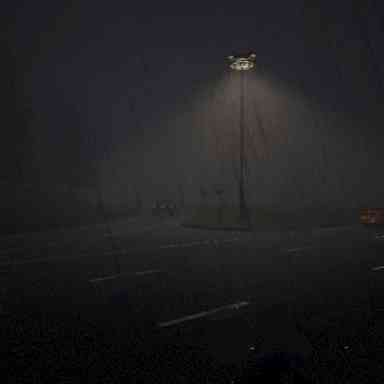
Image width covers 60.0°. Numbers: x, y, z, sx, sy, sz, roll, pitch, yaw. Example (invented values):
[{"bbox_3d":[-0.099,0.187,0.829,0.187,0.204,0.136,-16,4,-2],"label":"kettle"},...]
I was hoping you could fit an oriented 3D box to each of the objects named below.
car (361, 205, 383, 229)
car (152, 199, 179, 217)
[{"bbox_3d":[12.951,1.593,21.590,5.008,1.535,1.882,0,0,-36],"label":"car"},{"bbox_3d":[-2.513,1.433,32.436,2.097,1.767,4.553,0,0,4],"label":"car"}]
